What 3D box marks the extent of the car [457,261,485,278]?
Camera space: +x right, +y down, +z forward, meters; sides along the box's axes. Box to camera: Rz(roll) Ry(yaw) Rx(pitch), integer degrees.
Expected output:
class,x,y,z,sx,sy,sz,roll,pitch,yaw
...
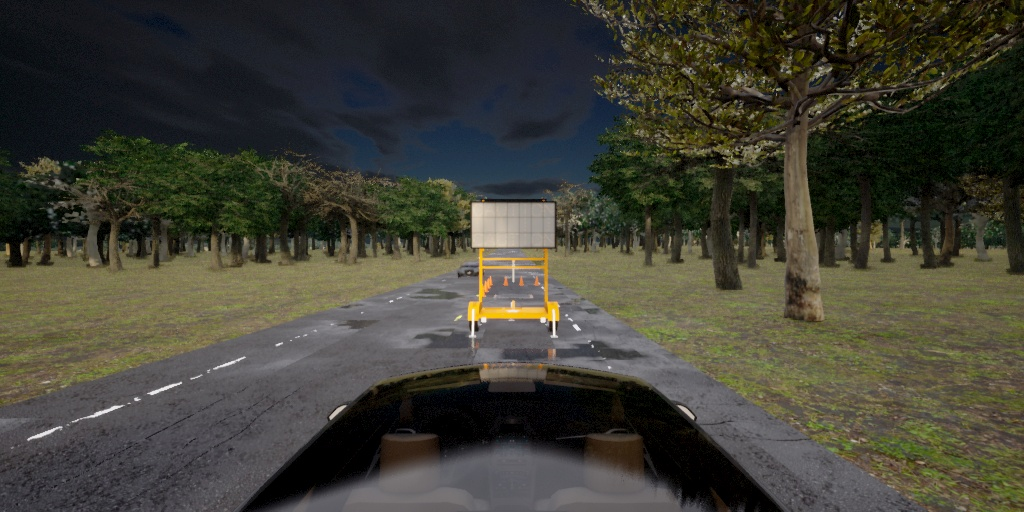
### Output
class,x,y,z,sx,sy,sz,roll,pitch,yaw
car,-3.375,1.128,30.245,1.994,1.385,4.181,0,1,0

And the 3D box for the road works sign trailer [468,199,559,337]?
class,x,y,z,sx,sy,sz,roll,pitch,yaw
road works sign trailer,0.042,0.198,10.177,2.380,3.560,2.880,0,0,0
